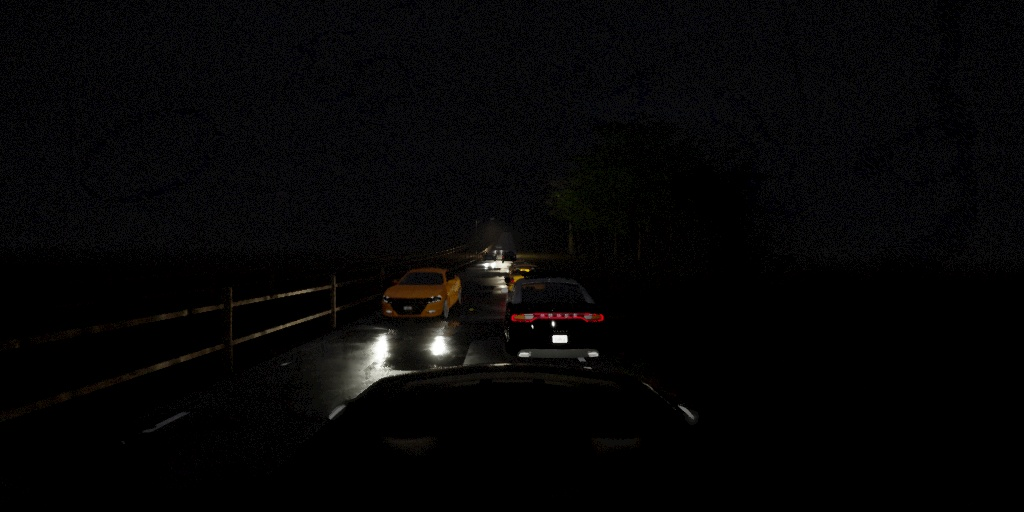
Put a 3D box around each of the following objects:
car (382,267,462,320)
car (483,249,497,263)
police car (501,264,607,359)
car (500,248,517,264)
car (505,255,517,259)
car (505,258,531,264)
[{"bbox_3d":[-2.944,1.167,12.561,1.882,1.535,5.008,0,1,-1],"label":"car"},{"bbox_3d":[-3.323,0.169,54.158,2.128,1.511,4.902,0,2,0],"label":"car"},{"bbox_3d":[0.769,1.149,8.510,1.930,1.638,5.238,0,0,-1],"label":"police car"},{"bbox_3d":[-0.393,0.111,51.834,2.097,1.767,4.553,0,2,0],"label":"car"},{"bbox_3d":[0.619,0.968,24.586,1.801,1.575,5.366,0,1,-1],"label":"car"},{"bbox_3d":[0.675,1.071,18.587,1.801,1.575,5.366,0,1,-1],"label":"car"}]
